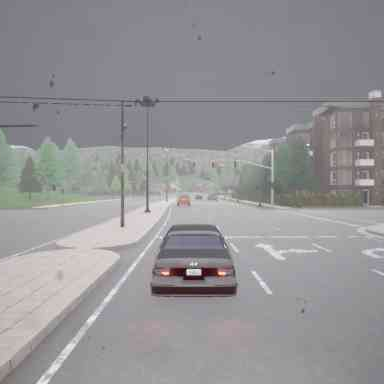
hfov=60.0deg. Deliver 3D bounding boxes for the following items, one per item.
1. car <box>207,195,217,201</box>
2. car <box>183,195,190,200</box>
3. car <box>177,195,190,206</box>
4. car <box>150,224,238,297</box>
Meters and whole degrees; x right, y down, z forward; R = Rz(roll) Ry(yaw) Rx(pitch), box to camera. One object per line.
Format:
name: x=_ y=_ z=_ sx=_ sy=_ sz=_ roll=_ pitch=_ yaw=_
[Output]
car: x=5.475 y=1.539 z=85.353 sx=2.033 sy=1.411 sz=5.357 roll=0 pitch=0 yaw=0
car: x=-1.548 y=1.524 z=95.484 sx=1.812 sy=1.442 sz=4.674 roll=0 pitch=0 yaw=0
car: x=-1.359 y=1.352 z=54.481 sx=2.097 sy=1.767 sz=4.553 roll=0 pitch=0 yaw=-1
car: x=0.042 y=1.547 z=8.736 sx=2.033 sy=1.411 sz=5.357 roll=0 pitch=0 yaw=0
